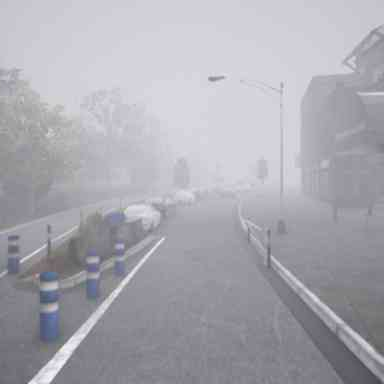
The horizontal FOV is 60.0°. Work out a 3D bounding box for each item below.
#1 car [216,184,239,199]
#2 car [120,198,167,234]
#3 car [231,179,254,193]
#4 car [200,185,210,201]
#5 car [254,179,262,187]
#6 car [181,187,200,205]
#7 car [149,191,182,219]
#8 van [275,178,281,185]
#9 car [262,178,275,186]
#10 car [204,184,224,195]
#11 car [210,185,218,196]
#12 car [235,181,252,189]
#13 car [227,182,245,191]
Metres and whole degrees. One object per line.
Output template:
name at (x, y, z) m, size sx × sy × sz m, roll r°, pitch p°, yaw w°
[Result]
car at (4.661, 0.108, 42.656) m, size 1.812 × 1.442 × 4.674 m, roll 0°, pitch 2°, yaw 12°
car at (-2.856, 1.395, 18.509) m, size 2.002 × 1.452 × 4.674 m, roll -2°, pitch 2°, yaw 3°
car at (8.538, -0.915, 55.935) m, size 2.150 × 2.045 × 5.566 m, roll 0°, pitch 3°, yaw 19°
car at (0.467, 0.210, 41.120) m, size 2.097 × 1.535 × 5.008 m, roll 0°, pitch 3°, yaw 13°
car at (13.792, -2.052, 77.914) m, size 2.435 × 2.045 × 5.566 m, roll -3°, pitch 2°, yaw 27°
car at (-0.792, 0.564, 35.026) m, size 2.002 × 1.452 × 4.674 m, roll -1°, pitch 3°, yaw 11°
car at (-2.412, 1.032, 24.626) m, size 2.097 × 1.535 × 5.008 m, roll 1°, pitch 3°, yaw 9°
van at (22.348, -2.818, 92.413) m, size 1.878 × 1.987 × 4.442 m, roll -2°, pitch 2°, yaw 31°
car at (19.389, -2.348, 87.774) m, size 1.946 × 1.575 × 5.366 m, roll -2°, pitch 2°, yaw 33°
car at (3.554, -0.429, 52.734) m, size 2.097 × 1.535 × 5.008 m, roll 0°, pitch 3°, yaw 17°
car at (1.800, -0.099, 46.664) m, size 2.231 × 1.521 × 4.892 m, roll 0°, pitch 3°, yaw 16°
car at (11.318, -1.519, 72.883) m, size 2.231 × 1.521 × 4.892 m, roll -3°, pitch 2°, yaw 25°
car at (9.024, -1.237, 67.792) m, size 2.231 × 1.521 × 4.892 m, roll -3°, pitch 2°, yaw 24°
